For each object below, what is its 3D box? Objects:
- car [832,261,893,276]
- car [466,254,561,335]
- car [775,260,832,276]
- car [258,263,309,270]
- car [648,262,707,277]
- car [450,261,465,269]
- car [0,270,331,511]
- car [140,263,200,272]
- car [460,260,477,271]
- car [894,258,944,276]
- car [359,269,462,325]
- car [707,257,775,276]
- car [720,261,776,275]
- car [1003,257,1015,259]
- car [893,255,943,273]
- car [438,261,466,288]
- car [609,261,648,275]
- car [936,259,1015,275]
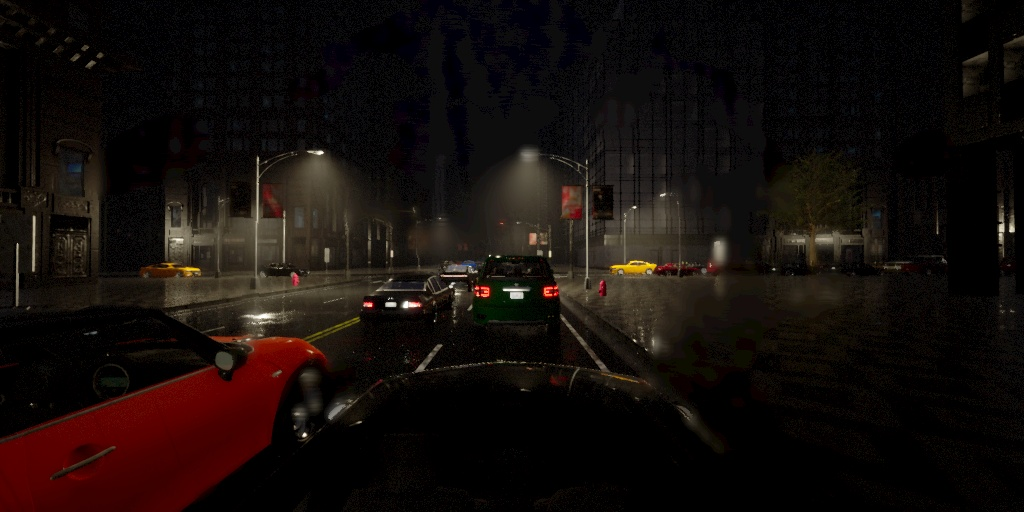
[{"bbox_3d":[32.282,1.260,33.604,4.313,1.339,1.948,0,0,-1],"label":"car"},{"bbox_3d":[0.115,0.979,10.670,2.150,2.045,5.566,0,0,0],"label":"car"},{"bbox_3d":[26.645,1.276,33.526,4.313,1.339,1.948,0,0,-1],"label":"car"},{"bbox_3d":[-22.556,1.432,35.460,4.892,1.490,1.837,0,-1,0],"label":"car"},{"bbox_3d":[15.369,1.327,33.370,4.207,1.307,1.802,0,0,-1],"label":"car"},{"bbox_3d":[-9.706,1.576,63.901,1.812,1.442,4.674,0,0,1],"label":"car"},{"bbox_3d":[-3.146,1.102,2.342,2.097,1.767,4.553,0,0,0],"label":"car"},{"bbox_3d":[-33.708,1.456,35.491,5.008,1.535,1.882,0,-1,0],"label":"car"},{"bbox_3d":[-6.501,1.457,53.911,1.882,1.535,5.008,0,0,0],"label":"car"},{"bbox_3d":[42.570,1.179,36.377,5.008,1.535,1.882,0,-1,0],"label":"car"},{"bbox_3d":[-3.120,1.307,11.754,2.033,1.411,5.357,0,0,0],"label":"car"},{"bbox_3d":[21.008,1.041,33.448,5.009,1.841,2.192,0,0,-1],"label":"car"},{"bbox_3d":[25.774,1.286,39.287,4.892,1.490,1.837,0,-1,-1],"label":"car"},{"bbox_3d":[49.197,0.973,33.839,5.009,1.841,2.192,0,0,-1],"label":"car"},{"bbox_3d":[44.371,0.958,39.479,5.566,2.045,2.150,0,-1,0],"label":"car"},{"bbox_3d":[-3.121,1.280,21.491,2.128,1.511,4.902,0,0,0],"label":"car"},{"bbox_3d":[13.172,1.299,39.118,5.008,1.535,1.882,0,-1,-1],"label":"car"},{"bbox_3d":[43.559,1.214,33.761,4.507,1.381,1.888,0,0,-1],"label":"car"}]
